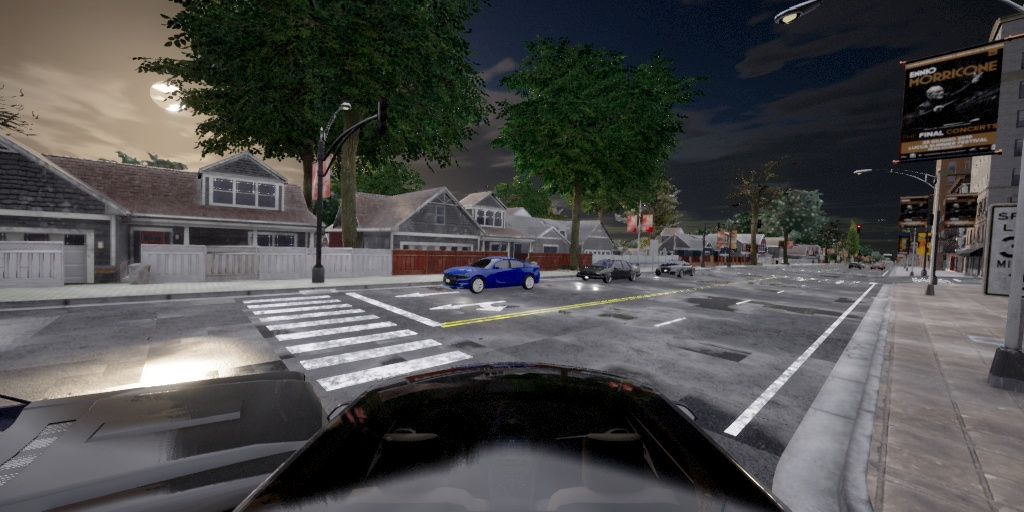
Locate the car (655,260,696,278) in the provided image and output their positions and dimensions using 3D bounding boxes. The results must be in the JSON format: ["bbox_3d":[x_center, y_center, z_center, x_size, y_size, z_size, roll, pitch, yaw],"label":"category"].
[{"bbox_3d":[13.797,1.009,30.199,4.181,1.385,1.994,1,2,-43],"label":"car"}]

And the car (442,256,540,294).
[{"bbox_3d":[-0.831,0.775,16.637,5.008,1.535,1.882,1,3,-43],"label":"car"}]

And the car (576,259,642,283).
[{"bbox_3d":[6.467,0.917,23.417,5.357,1.411,2.033,1,2,-43],"label":"car"}]

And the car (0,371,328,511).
[{"bbox_3d":[-3.321,1.275,1.497,4.718,1.301,1.895,1,2,-33],"label":"car"}]
